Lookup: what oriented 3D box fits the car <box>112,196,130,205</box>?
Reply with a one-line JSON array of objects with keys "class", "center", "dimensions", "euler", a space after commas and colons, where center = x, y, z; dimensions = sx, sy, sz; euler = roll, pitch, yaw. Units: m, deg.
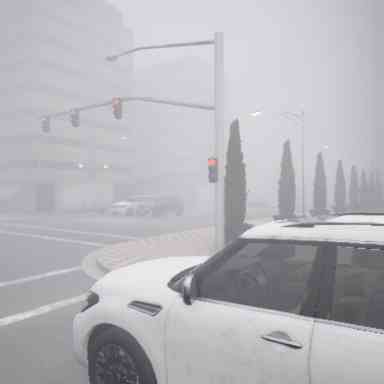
[{"class": "car", "center": [-5.794, 1.401, 34.012], "dimensions": [2.150, 2.045, 5.566], "euler": [0, 0, 35]}]

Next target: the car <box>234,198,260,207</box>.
[{"class": "car", "center": [9.193, 1.728, 55.148], "dimensions": [2.033, 1.411, 5.357], "euler": [0, 0, 36]}]

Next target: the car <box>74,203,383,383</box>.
[{"class": "car", "center": [1.301, 1.224, 3.063], "dimensions": [5.566, 2.045, 2.150], "euler": [-1, 0, 35]}]

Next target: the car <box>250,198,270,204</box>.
[{"class": "car", "center": [10.239, 1.640, 50.610], "dimensions": [1.882, 1.535, 5.008], "euler": [0, -1, 36]}]

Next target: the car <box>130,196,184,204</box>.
[{"class": "car", "center": [-2.940, 1.383, 31.985], "dimensions": [2.150, 2.045, 5.566], "euler": [0, 0, 35]}]
